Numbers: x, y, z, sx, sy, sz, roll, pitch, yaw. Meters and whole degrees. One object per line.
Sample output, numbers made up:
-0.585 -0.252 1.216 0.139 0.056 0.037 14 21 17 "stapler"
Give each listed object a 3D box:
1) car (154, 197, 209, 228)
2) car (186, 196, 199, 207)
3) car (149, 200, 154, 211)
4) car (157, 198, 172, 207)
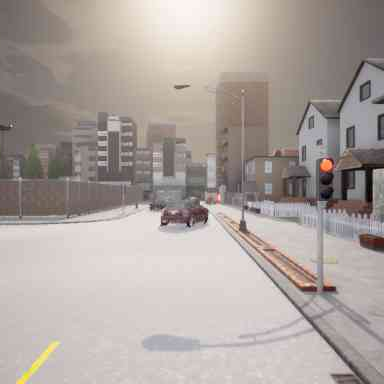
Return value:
-0.393 1.352 22.781 2.097 1.767 4.553 0 0 22 "car"
0.085 1.477 51.272 1.882 1.535 5.008 0 0 0 "car"
-4.112 1.601 40.505 1.895 1.301 4.718 0 0 0 "car"
-4.103 1.564 50.574 1.994 1.385 4.181 0 0 0 "car"
